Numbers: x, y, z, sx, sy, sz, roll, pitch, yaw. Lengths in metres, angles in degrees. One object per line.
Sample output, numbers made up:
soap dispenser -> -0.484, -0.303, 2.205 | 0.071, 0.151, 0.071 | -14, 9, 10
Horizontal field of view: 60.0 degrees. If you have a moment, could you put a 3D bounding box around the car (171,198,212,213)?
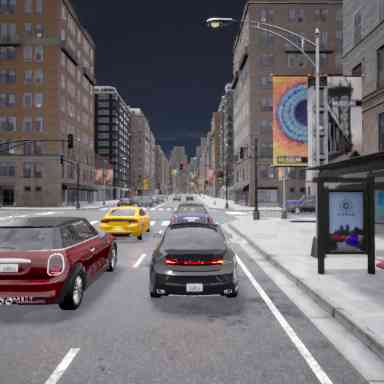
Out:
car -> -0.036, 1.360, 17.467 | 2.097, 1.767, 4.553 | 0, 0, 0

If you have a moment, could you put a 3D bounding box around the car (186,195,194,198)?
car -> -0.566, 1.489, 81.609 | 1.882, 1.535, 5.008 | 0, 0, 0

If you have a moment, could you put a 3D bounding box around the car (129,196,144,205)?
car -> -10.243, 1.526, 61.733 | 1.837, 1.490, 4.892 | 0, 0, 0

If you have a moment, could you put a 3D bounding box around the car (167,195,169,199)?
car -> -7.096, 1.355, 85.987 | 2.097, 1.767, 4.553 | 0, 0, 0

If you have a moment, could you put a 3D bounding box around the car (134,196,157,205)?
car -> -6.949, 1.373, 50.367 | 2.097, 1.767, 4.553 | 0, 0, 0

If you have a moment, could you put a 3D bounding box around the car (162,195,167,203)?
car -> -6.991, 1.575, 70.469 | 1.994, 1.385, 4.181 | 0, 0, 0

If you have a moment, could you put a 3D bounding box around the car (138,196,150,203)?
car -> -10.250, 1.618, 71.819 | 1.895, 1.301, 4.718 | 0, 0, 0

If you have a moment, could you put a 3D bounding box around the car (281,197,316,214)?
car -> 12.534, 1.592, 35.823 | 4.892, 1.490, 1.837 | 0, -1, -1

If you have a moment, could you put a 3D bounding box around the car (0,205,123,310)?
car -> -3.221, 1.355, 7.960 | 2.097, 1.767, 4.553 | 0, 0, -1

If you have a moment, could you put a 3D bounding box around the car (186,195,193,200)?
car -> -0.637, 1.439, 92.058 | 1.895, 1.301, 4.718 | 0, 0, 0

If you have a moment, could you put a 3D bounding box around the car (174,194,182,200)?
car -> -3.887, 1.369, 92.006 | 2.128, 1.511, 4.902 | 0, 0, 0

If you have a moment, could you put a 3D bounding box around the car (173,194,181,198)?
car -> -3.819, 1.607, 82.034 | 1.895, 1.301, 4.718 | 0, 0, 0

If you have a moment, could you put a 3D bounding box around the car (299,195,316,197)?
car -> 13.405, 1.355, 39.084 | 5.566, 2.045, 2.150 | 0, -1, -1

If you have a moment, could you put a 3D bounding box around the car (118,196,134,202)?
car -> -10.206, 1.585, 51.393 | 1.994, 1.385, 4.181 | 0, 0, 0

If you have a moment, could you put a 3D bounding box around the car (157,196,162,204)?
car -> -7.000, 1.547, 60.158 | 1.812, 1.442, 4.674 | 0, 0, 0

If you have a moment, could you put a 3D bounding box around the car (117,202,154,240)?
car -> -3.282, 1.485, 17.088 | 1.882, 1.535, 5.008 | 0, 0, -1

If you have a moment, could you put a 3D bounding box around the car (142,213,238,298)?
car -> 0.023, 1.508, 8.531 | 1.837, 1.490, 4.892 | 0, 0, -1
